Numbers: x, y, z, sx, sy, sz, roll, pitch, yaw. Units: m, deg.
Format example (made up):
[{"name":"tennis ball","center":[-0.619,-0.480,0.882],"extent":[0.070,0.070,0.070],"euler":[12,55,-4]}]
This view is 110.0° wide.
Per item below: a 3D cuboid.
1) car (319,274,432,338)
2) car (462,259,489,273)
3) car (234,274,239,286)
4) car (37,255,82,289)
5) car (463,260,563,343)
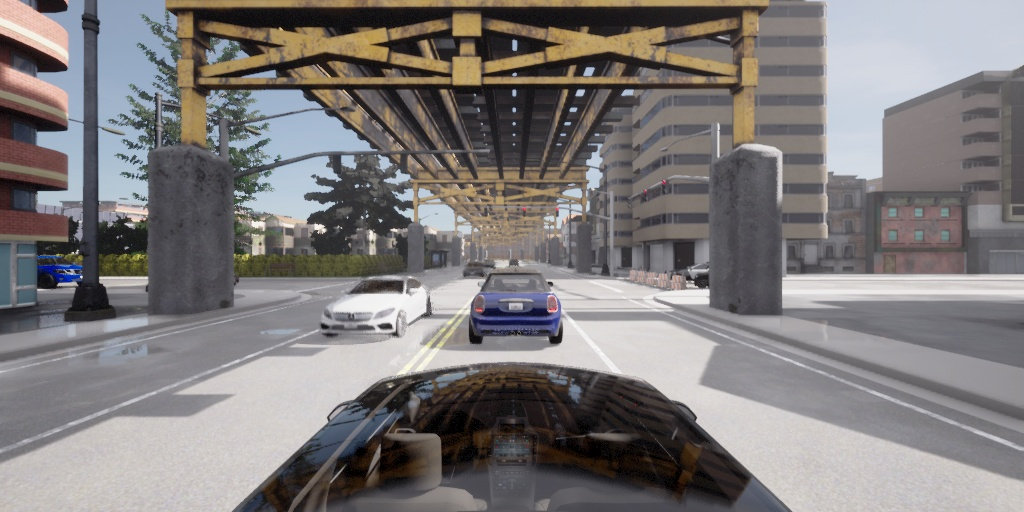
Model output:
[{"name":"car","center":[-3.572,1.274,10.282],"extent":[1.812,1.442,4.674],"euler":[0,0,0]},{"name":"car","center":[-3.487,1.271,33.750],"extent":[1.812,1.442,4.674],"euler":[0,0,0]},{"name":"car","center":[-19.785,1.274,22.452],"extent":[4.674,1.442,1.812],"euler":[0,0,0]},{"name":"car","center":[-29.647,0.970,22.512],"extent":[5.566,2.045,2.150],"euler":[0,0,0]},{"name":"car","center":[0.102,1.101,9.794],"extent":[2.097,1.767,4.553],"euler":[0,0,1]}]
